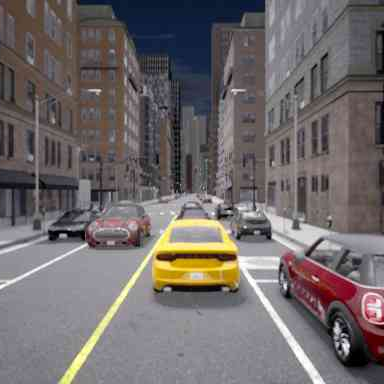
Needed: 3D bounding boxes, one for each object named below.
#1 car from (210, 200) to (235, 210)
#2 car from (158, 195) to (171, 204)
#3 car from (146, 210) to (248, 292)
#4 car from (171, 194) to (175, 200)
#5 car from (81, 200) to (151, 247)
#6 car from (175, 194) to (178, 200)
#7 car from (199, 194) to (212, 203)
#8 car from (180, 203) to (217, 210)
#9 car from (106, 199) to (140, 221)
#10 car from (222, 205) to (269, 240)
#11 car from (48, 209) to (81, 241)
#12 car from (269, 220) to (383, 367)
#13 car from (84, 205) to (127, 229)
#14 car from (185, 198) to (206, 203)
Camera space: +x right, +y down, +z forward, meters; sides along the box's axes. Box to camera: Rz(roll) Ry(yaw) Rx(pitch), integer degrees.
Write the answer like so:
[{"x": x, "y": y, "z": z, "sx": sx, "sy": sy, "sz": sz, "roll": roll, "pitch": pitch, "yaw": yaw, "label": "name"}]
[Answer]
[{"x": 2.861, "y": 1.559, "z": 27.806, "sx": 1.947, "sy": 1.339, "sz": 4.313, "roll": 0, "pitch": 0, "yaw": 0, "label": "car"}, {"x": -5.621, "y": 1.602, "z": 64.911, "sx": 1.802, "sy": 1.307, "sz": 4.206, "roll": 0, "pitch": 0, "yaw": 0, "label": "car"}, {"x": 0.095, "y": 1.475, "z": 8.955, "sx": 1.882, "sy": 1.535, "sz": 5.008, "roll": 0, "pitch": 0, "yaw": 0, "label": "car"}, {"x": -5.599, "y": 1.589, "z": 75.728, "sx": 2.008, "sy": 1.369, "sz": 4.403, "roll": 0, "pitch": 0, "yaw": 0, "label": "car"}, {"x": -3.085, "y": 1.347, "z": 14.916, "sx": 2.097, "sy": 1.767, "sz": 4.553, "roll": 0, "pitch": 0, "yaw": 0, "label": "car"}, {"x": -5.567, "y": 1.604, "z": 91.783, "sx": 1.752, "sy": 1.417, "sz": 4.829, "roll": 0, "pitch": 0, "yaw": 0, "label": "car"}, {"x": 2.903, "y": 1.461, "z": 64.896, "sx": 1.967, "sy": 1.590, "sz": 4.097, "roll": 0, "pitch": 0, "yaw": 0, "label": "car"}, {"x": 0.111, "y": 1.558, "z": 18.532, "sx": 1.994, "sy": 1.385, "sz": 4.181, "roll": 0, "pitch": 0, "yaw": -1, "label": "car"}, {"x": -5.664, "y": 1.433, "z": 27.808, "sx": 1.967, "sy": 1.590, "sz": 4.097, "roll": 0, "pitch": 0, "yaw": 0, "label": "car"}, {"x": 2.859, "y": 1.546, "z": 16.803, "sx": 2.008, "sy": 1.369, "sz": 4.403, "roll": 0, "pitch": 0, "yaw": 0, "label": "car"}, {"x": -5.666, "y": 1.561, "z": 16.805, "sx": 1.947, "sy": 1.339, "sz": 4.313, "roll": 0, "pitch": 0, "yaw": 0, "label": "car"}, {"x": 2.856, "y": 1.438, "z": 5.800, "sx": 1.967, "sy": 1.590, "sz": 4.097, "roll": 0, "pitch": 0, "yaw": 0, "label": "car"}, {"x": -5.665, "y": 1.576, "z": 22.307, "sx": 1.802, "sy": 1.307, "sz": 4.206, "roll": 0, "pitch": 0, "yaw": 0, "label": "car"}, {"x": 0.005, "y": 1.519, "z": 27.534, "sx": 1.812, "sy": 1.442, "sz": 4.674, "roll": 0, "pitch": 0, "yaw": 2, "label": "car"}]
